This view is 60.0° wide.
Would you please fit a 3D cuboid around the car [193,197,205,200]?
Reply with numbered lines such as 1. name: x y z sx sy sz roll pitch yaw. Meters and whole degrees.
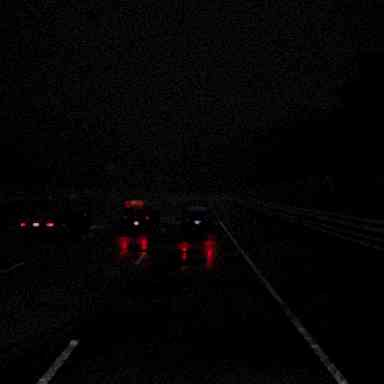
1. car: 0.800 1.361 38.007 2.128 1.511 4.902 0 0 2

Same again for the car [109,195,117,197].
1. car: -15.587 1.369 65.314 1.812 1.442 4.674 0 0 3

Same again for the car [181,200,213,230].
1. car: 0.323 1.435 20.132 1.812 1.442 4.674 0 0 1

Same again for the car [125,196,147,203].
1. car: -6.212 1.216 37.729 2.097 1.767 4.553 0 0 2

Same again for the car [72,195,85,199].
1. car: -22.488 1.383 67.221 2.033 1.411 5.357 0 0 3

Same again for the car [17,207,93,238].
1. car: -6.739 1.462 16.972 2.033 1.411 5.357 0 0 1

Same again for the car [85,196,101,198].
1. car: -19.044 1.443 66.153 1.895 1.301 4.718 0 0 3

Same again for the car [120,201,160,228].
1. car: -3.156 1.505 21.381 1.895 1.301 4.718 0 0 1
